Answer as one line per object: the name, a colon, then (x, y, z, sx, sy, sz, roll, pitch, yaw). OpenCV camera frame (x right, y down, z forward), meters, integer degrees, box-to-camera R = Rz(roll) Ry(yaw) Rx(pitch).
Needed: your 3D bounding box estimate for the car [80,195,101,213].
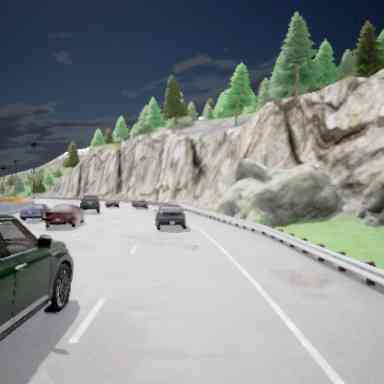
car: (-12.094, 1.413, 39.689, 2.150, 2.045, 5.566, 0, 0, -16)

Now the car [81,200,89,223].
car: (-8.842, 1.602, 23.450, 1.882, 1.535, 5.008, 0, 0, -9)

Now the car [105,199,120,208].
car: (-12.940, 1.834, 53.677, 1.895, 1.301, 4.718, 0, 0, -20)

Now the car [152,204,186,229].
car: (-1.515, 1.575, 22.106, 1.837, 1.490, 4.892, 0, 0, -8)

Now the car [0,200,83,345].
car: (-3.446, 1.258, 4.547, 2.150, 2.045, 5.566, 0, 0, -2)

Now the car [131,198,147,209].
car: (-7.954, 1.680, 49.964, 2.128, 1.511, 4.902, 0, 0, -18)

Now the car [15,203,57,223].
car: (-13.181, 1.716, 28.518, 2.033, 1.411, 5.357, 0, 0, -11)
